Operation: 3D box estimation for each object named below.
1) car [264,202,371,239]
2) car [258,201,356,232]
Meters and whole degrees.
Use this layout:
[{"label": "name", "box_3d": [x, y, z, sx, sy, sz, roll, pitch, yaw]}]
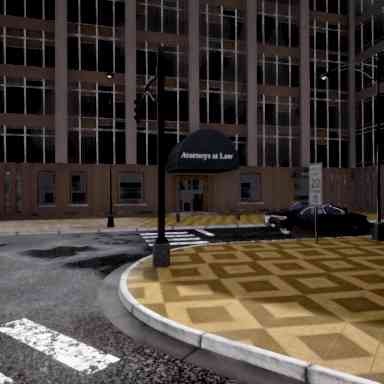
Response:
[{"label": "car", "box_3d": [6.087, 1.309, 15.887, 4.902, 1.511, 2.128, 0, 0, -14]}, {"label": "car", "box_3d": [6.484, 1.314, 18.922, 4.902, 1.511, 2.128, 0, 0, -14]}]
